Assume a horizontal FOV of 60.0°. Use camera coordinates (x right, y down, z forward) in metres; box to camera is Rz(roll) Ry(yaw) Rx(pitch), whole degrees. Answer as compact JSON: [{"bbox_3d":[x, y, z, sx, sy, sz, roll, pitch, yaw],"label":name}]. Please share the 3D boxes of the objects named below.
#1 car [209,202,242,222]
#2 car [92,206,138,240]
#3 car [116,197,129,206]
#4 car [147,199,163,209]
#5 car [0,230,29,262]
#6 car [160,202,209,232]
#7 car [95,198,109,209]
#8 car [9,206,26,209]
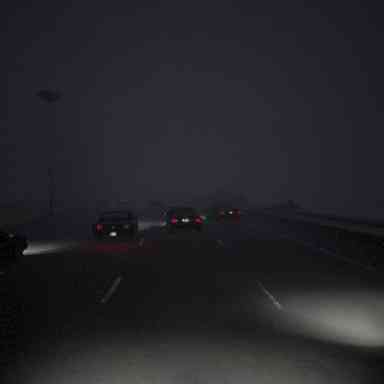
[{"bbox_3d":[2.337,1.516,26.020,2.033,1.411,5.357,-1,0,-10],"label":"car"},{"bbox_3d":[-3.849,1.639,17.469,1.895,1.301,4.718,-1,0,-6],"label":"car"},{"bbox_3d":[-11.899,1.609,56.808,2.128,1.511,4.902,0,0,-18],"label":"car"},{"bbox_3d":[-5.057,1.646,45.899,1.895,1.301,4.718,-1,0,-14],"label":"car"},{"bbox_3d":[-6.587,1.617,9.504,2.033,1.411,5.357,-1,0,-6],"label":"car"},{"bbox_3d":[-0.611,1.550,20.009,2.033,1.411,5.357,-1,0,-7],"label":"car"},{"bbox_3d":[-13.115,1.624,48.499,2.128,1.511,4.902,0,0,-16],"label":"car"},{"bbox_3d":[-22.836,1.788,43.027,2.033,1.411,5.357,-1,0,-13],"label":"car"}]
